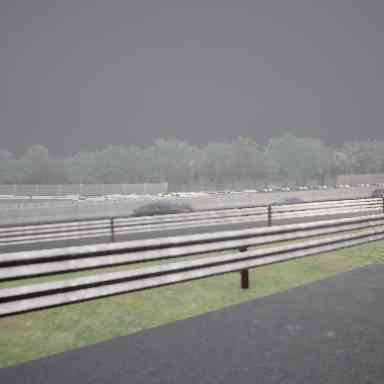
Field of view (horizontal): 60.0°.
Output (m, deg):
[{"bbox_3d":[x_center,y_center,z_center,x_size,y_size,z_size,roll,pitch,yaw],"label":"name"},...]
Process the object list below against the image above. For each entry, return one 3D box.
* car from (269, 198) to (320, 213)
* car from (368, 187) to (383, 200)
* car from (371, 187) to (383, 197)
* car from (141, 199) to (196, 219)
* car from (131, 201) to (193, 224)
[{"bbox_3d":[8.838,1.199,28.873,4.674,1.442,1.812,-3,2,-19],"label":"car"},{"bbox_3d":[24.907,0.088,41.972,4.892,1.490,1.837,-3,1,-19],"label":"car"},{"bbox_3d":[22.898,0.392,37.552,4.718,1.301,1.895,-3,2,-19],"label":"car"},{"bbox_3d":[-2.286,1.608,32.366,4.902,1.511,2.128,-3,2,-19],"label":"car"},{"bbox_3d":[-2.723,1.712,28.500,4.892,1.490,1.837,-3,2,-19],"label":"car"}]
